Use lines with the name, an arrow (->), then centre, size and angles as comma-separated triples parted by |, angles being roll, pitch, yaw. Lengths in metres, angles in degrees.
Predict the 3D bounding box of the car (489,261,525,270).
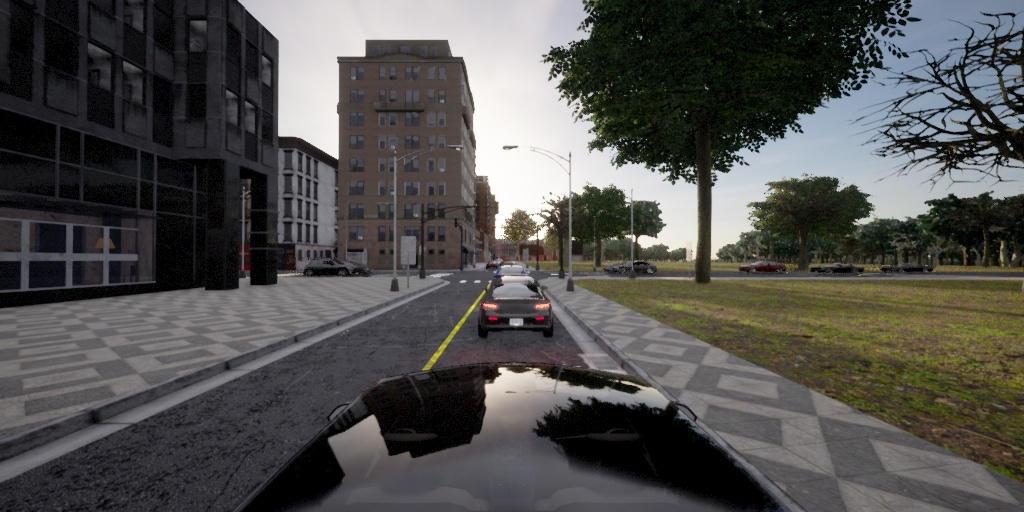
car -> -0.014, 1.238, 19.532 | 1.882, 1.535, 5.008 | 0, 0, 0

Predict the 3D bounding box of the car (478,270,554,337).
car -> 0.076, 1.278, 10.142 | 1.812, 1.442, 4.674 | 0, 0, -1

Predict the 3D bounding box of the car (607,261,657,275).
car -> 13.636, 1.315, 40.133 | 4.892, 1.490, 1.837 | 0, -1, -1

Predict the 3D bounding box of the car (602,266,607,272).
car -> 13.721, 1.394, 43.384 | 5.357, 1.411, 2.033 | 0, -1, 0

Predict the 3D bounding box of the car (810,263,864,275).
car -> 36.353, 1.441, 40.226 | 4.718, 1.301, 1.895 | 0, -1, 0

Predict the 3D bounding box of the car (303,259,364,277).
car -> -16.667, 1.069, 33.285 | 4.553, 1.767, 2.097 | 0, -1, 0

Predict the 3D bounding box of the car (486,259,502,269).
car -> -3.077, 1.420, 56.450 | 1.895, 1.301, 4.718 | 0, 0, 1

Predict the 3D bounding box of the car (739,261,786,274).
car -> 30.286, 1.343, 43.459 | 5.008, 1.535, 1.882 | 0, -1, 0

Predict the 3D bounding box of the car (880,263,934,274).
car -> 47.771, 1.506, 43.447 | 4.718, 1.301, 1.895 | 0, -1, 0

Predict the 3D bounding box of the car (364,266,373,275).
car -> -16.623, 1.278, 36.540 | 4.674, 1.442, 1.812 | 1, -1, -2
